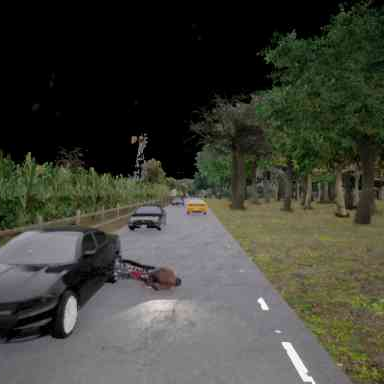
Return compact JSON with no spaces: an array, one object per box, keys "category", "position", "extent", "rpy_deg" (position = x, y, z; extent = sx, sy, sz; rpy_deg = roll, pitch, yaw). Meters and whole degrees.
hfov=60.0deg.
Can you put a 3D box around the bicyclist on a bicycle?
[{"category":"bicyclist on a bicycle","position":[-1.069,1.894,7.592],"extent":[1.620,0.582,1.656],"rpy_deg":[9,-6,0]}]

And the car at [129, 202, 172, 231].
[{"category":"car","position":[-2.643,1.554,20.977],"extent":[2.033,1.411,5.357],"rpy_deg":[0,0,1]}]

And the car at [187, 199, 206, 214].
[{"category":"car","position":[0.465,1.495,34.920],"extent":[1.882,1.535,5.008],"rpy_deg":[0,0,0]}]

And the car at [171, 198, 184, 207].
[{"category":"car","position":[-2.254,1.604,53.344],"extent":[1.994,1.385,4.181],"rpy_deg":[0,0,1]}]

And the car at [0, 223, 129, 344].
[{"category":"car","position":[-2.814,1.479,6.838],"extent":[1.882,1.535,5.008],"rpy_deg":[0,0,1]}]

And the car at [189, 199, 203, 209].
[{"category":"car","position":[0.611,1.634,47.803],"extent":[1.895,1.301,4.718],"rpy_deg":[0,0,1]}]
